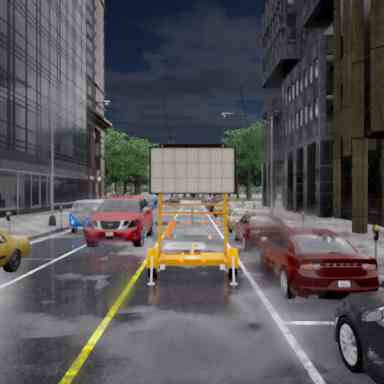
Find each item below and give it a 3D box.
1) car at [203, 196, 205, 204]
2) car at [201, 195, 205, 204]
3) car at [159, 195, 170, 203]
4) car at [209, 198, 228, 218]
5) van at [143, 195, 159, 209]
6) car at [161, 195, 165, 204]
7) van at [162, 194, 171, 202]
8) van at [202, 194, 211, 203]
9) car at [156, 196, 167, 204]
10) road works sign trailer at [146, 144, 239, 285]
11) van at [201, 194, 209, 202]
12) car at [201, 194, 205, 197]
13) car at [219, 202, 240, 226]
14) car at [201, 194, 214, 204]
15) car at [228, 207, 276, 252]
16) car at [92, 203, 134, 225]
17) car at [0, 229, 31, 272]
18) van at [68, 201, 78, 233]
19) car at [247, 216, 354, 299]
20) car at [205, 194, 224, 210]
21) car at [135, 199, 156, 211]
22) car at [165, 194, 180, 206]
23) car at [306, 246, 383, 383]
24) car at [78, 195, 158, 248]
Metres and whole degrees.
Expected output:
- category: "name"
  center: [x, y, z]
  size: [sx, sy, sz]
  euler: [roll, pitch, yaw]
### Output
- category: "car"
  center: [2.836, 1.519, 46.520]
  size: [1.752, 1.417, 4.829]
  euler: [0, 0, 0]
- category: "car"
  center: [2.844, 1.539, 51.788]
  size: [1.887, 1.381, 4.507]
  euler: [0, 0, 0]
- category: "car"
  center: [-5.655, 1.439, 68.114]
  size: [1.967, 1.590, 4.097]
  euler: [0, 0, 0]
- category: "car"
  center: [2.810, 1.519, 30.207]
  size: [1.752, 1.417, 4.829]
  euler: [0, 0, 0]
- category: "van"
  center: [-5.690, 1.335, 46.364]
  size: [1.690, 1.788, 3.998]
  euler: [0, 0, 0]
- category: "car"
  center: [-5.681, 1.520, 51.632]
  size: [1.752, 1.417, 4.829]
  euler: [0, 0, 0]
- category: "van"
  center: [-5.647, 1.342, 73.552]
  size: [1.690, 1.788, 3.998]
  euler: [0, 0, 0]
- category: "van"
  center: [2.870, 1.340, 68.100]
  size: [1.690, 1.788, 3.998]
  euler: [0, 0, 0]
- category: "car"
  center: [-5.664, 1.522, 62.507]
  size: [1.752, 1.417, 4.829]
  euler: [0, 0, 0]
- category: "road works sign trailer"
  center: [0.015, 0.461, 9.433]
  size: [2.380, 3.560, 2.880]
  euler: [0, 0, 0]
- category: "van"
  center: [2.879, 1.342, 73.538]
  size: [1.690, 1.788, 3.998]
  euler: [0, 0, 0]
- category: "car"
  center: [2.853, 1.436, 57.225]
  size: [1.967, 1.590, 4.097]
  euler: [0, 0, 0]
- category: "car"
  center: [2.793, 1.520, 19.332]
  size: [1.752, 1.417, 4.829]
  euler: [0, 0, 0]
- category: "car"
  center: [2.861, 1.312, 62.663]
  size: [2.192, 1.841, 5.009]
  euler: [0, 0, 0]
- category: "car"
  center: [2.784, 1.541, 13.725]
  size: [1.887, 1.381, 4.507]
  euler: [0, 0, 0]
- category: "car"
  center: [-5.724, 1.545, 24.614]
  size: [2.008, 1.369, 4.403]
  euler: [0, 0, 0]
- category: "car"
  center: [-5.750, 1.523, 8.131]
  size: [1.752, 1.417, 4.829]
  euler: [0, 0, 0]
- category: "van"
  center: [-5.733, 1.336, 19.176]
  size: [1.690, 1.788, 3.998]
  euler: [0, 0, 0]
- category: "car"
  center: [2.776, 1.542, 8.287]
  size: [1.887, 1.381, 4.507]
  euler: [0, 0, 0]
- category: "car"
  center: [2.818, 1.308, 35.475]
  size: [2.192, 1.841, 5.009]
  euler: [0, 0, 0]
- category: "car"
  center: [-5.698, 1.559, 40.926]
  size: [1.947, 1.339, 4.313]
  euler: [0, 0, 0]
- category: "car"
  center: [-2.998, 1.542, 56.600]
  size: [2.033, 1.411, 5.357]
  euler: [0, 0, 0]
- category: "car"
  center: [2.767, 1.550, 2.849]
  size: [2.008, 1.369, 4.403]
  euler: [0, 0, 0]
- category: "car"
  center: [-3.075, 1.217, 15.153]
  size: [2.150, 2.045, 5.566]
  euler: [0, 0, 0]
